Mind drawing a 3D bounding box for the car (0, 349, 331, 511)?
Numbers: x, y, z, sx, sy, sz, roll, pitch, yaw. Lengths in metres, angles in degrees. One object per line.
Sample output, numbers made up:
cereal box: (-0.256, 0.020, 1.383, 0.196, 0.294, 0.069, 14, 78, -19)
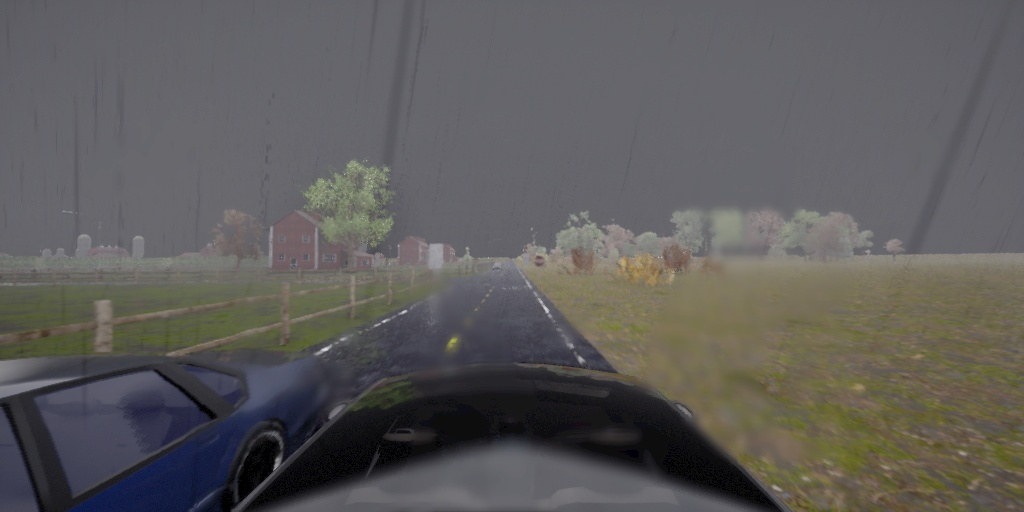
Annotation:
car: (-2.851, 1.295, 1.485, 2.033, 1.411, 5.357, 0, -1, 0)
